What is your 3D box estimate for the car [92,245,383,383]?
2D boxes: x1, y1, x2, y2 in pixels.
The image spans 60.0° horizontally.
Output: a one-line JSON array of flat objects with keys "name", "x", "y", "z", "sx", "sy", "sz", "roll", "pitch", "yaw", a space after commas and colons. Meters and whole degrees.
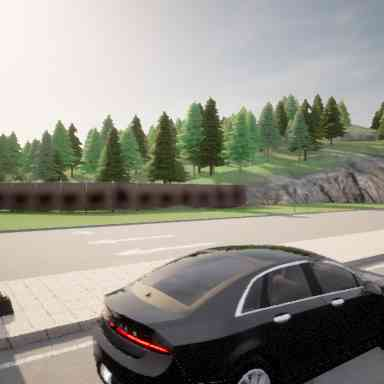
[{"name": "car", "x": 1.157, "y": 1.503, "z": 4.574, "sx": 4.892, "sy": 1.490, "sz": 1.837, "roll": 1, "pitch": 0, "yaw": -35}]
